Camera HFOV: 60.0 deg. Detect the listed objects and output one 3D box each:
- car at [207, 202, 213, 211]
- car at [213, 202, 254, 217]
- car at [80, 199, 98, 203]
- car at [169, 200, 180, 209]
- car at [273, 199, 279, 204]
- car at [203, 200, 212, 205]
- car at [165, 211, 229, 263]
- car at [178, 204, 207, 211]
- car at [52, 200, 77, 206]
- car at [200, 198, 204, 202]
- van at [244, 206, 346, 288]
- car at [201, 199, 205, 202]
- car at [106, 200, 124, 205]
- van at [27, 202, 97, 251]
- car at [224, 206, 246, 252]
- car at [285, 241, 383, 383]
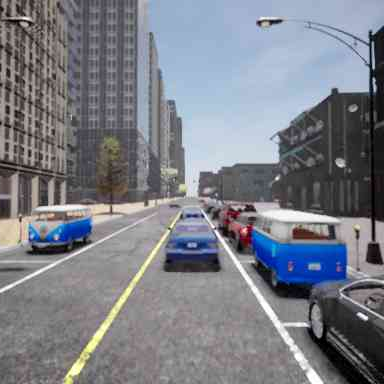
[{"bbox_3d":[2.706,1.890,31.099,1.947,1.339,4.313,1,-1,0],"label":"car"},{"bbox_3d":[2.709,1.527,20.148,2.192,1.841,5.009,1,-1,0],"label":"car"},{"bbox_3d":[-23.101,2.333,74.670,4.097,1.590,1.967,-1,-1,1],"label":"car"},{"bbox_3d":[-3.048,2.149,58.687,2.033,1.411,5.357,0,-1,1],"label":"car"},{"bbox_3d":[20.692,1.995,74.247,4.829,1.417,1.752,-1,-1,1],"label":"car"},{"bbox_3d":[2.707,2.001,42.054,1.947,1.339,4.313,1,-1,0],"label":"car"},{"bbox_3d":[0.012,1.681,12.562,2.033,1.411,5.357,0,-1,0],"label":"car"},{"bbox_3d":[0.022,1.897,28.266,1.895,1.301,4.718,0,-1,1],"label":"car"},{"bbox_3d":[-28.613,2.472,74.722,4.829,1.417,1.752,-1,-1,1],"label":"car"},{"bbox_3d":[2.833,2.182,58.483,1.802,1.307,4.206,1,-1,0],"label":"car"},{"bbox_3d":[2.707,1.440,9.193,1.690,1.788,3.998,1,-1,0],"label":"van"},{"bbox_3d":[2.709,2.041,47.532,2.008,1.369,4.403,1,-1,0],"label":"car"},{"bbox_3d":[-17.416,2.420,74.613,4.206,1.307,1.802,-1,-1,1],"label":"car"},{"bbox_3d":[-5.672,1.497,14.668,1.690,1.788,3.998,1,-1,0],"label":"van"},{"bbox_3d":[2.706,1.596,14.669,1.967,1.590,4.097,1,-1,0],"label":"car"},{"bbox_3d":[2.703,1.592,3.712,2.008,1.369,4.403,1,-1,0],"label":"car"}]
